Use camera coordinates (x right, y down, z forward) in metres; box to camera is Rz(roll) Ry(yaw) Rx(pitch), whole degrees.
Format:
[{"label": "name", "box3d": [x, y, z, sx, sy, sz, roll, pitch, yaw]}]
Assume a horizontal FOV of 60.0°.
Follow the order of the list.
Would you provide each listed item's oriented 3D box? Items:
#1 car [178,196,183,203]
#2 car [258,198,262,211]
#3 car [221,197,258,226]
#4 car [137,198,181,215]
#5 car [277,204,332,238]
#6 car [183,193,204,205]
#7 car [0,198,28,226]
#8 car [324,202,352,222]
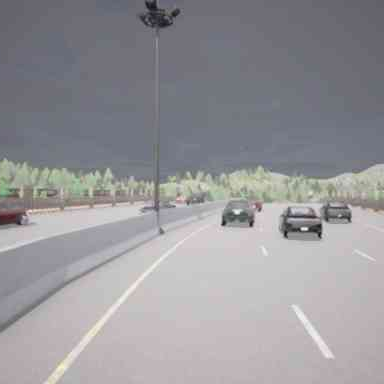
[{"label": "car", "box3d": [-1.762, 1.432, 62.166, 1.882, 1.535, 5.008, 0, 0, 14]}, {"label": "car", "box3d": [7.327, 1.333, 39.967, 2.097, 1.767, 4.553, 0, 0, 14]}, {"label": "car", "box3d": [3.365, 1.337, 23.428, 2.097, 1.767, 4.553, 0, 0, 13]}, {"label": "car", "box3d": [-2.883, 1.498, 28.446, 2.033, 1.411, 5.357, 0, 0, 14]}, {"label": "car", "box3d": [5.677, 1.494, 17.750, 2.128, 1.511, 4.902, 0, 0, 11]}, {"label": "car", "box3d": [0.659, 1.136, 57.326, 2.150, 2.045, 5.566, 0, 0, 14]}, {"label": "car", "box3d": [-11.977, 1.272, 19.687, 2.097, 1.767, 4.553, 0, 0, 11]}, {"label": "car", "box3d": [11.224, 1.508, 26.334, 2.128, 1.511, 4.902, 0, 0, 13]}]
